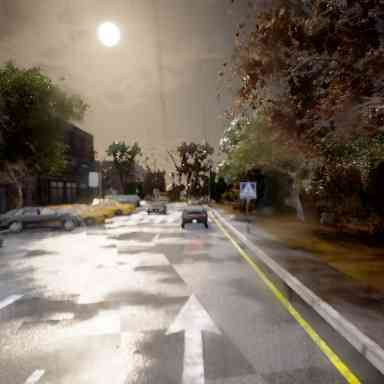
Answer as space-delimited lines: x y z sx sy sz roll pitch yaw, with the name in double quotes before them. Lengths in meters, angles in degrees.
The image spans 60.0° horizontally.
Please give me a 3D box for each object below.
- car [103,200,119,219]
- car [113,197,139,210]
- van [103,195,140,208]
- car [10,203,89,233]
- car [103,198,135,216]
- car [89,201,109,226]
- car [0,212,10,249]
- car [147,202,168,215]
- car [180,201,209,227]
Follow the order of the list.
"car" -8.885 1.668 26.463 5.366 1.575 1.946 -1 -1 -20
"car" -9.057 1.723 38.417 5.008 1.535 2.097 -1 0 -20
"van" -9.172 1.482 41.364 4.442 1.987 1.878 -1 1 -20
"car" -9.091 1.630 20.398 4.892 1.521 2.231 -1 -1 -20
"car" -9.215 1.731 35.350 5.366 1.575 1.946 -1 0 -20
"car" -8.896 1.646 23.461 5.366 1.575 1.946 -1 -1 -20
"car" -9.136 1.602 11.397 4.674 1.452 2.002 -1 -1 -20
"car" -3.809 1.807 37.029 1.994 1.385 4.181 0 0 0
"car" 0.195 1.679 24.327 1.837 1.490 4.892 0 0 0
